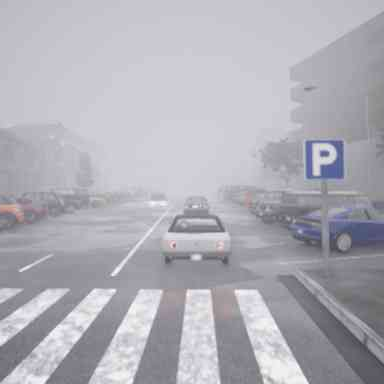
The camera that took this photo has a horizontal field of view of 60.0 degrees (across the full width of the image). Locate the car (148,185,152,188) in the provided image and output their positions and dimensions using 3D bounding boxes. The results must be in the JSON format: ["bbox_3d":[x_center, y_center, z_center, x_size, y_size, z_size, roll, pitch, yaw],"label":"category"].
[{"bbox_3d":[-10.812,-0.027,63.500,5.008,1.535,2.097,-1,1,-19],"label":"car"}]

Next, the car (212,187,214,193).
[{"bbox_3d":[6.984,-0.147,57.250,5.566,2.045,2.435,0,1,-19],"label":"car"}]

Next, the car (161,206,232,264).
[{"bbox_3d":[0.158,1.355,10.861,1.895,1.301,4.718,0,1,1],"label":"car"}]

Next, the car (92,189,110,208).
[{"bbox_3d":[-10.775,0.707,31.289,5.366,1.575,1.946,-1,1,-20],"label":"car"}]

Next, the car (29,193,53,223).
[{"bbox_3d":[-10.958,1.037,19.437,4.792,1.488,2.163,-1,2,-20],"label":"car"}]

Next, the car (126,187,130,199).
[{"bbox_3d":[-10.926,0.423,42.966,4.892,1.521,2.231,-1,2,-20],"label":"car"}]

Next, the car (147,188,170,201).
[{"bbox_3d":[-4.588,0.468,46.237,1.895,1.301,4.718,0,1,0],"label":"car"}]

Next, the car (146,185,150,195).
[{"bbox_3d":[-10.824,0.021,60.569,5.008,1.535,2.097,-1,1,-19],"label":"car"}]

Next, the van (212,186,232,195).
[{"bbox_3d":[7.065,-0.401,78.142,4.442,1.987,1.878,1,1,-19],"label":"van"}]

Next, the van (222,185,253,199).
[{"bbox_3d":[7.030,0.014,51.294,4.442,1.987,1.878,0,1,-20],"label":"van"}]

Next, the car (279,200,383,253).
[{"bbox_3d":[6.068,1.223,12.234,5.008,1.535,2.097,0,1,-18],"label":"car"}]

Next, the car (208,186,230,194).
[{"bbox_3d":[7.329,-0.445,90.141,5.566,2.045,2.435,1,0,-19],"label":"car"}]

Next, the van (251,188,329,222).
[{"bbox_3d":[6.243,0.770,21.177,4.442,1.987,1.878,0,2,-18],"label":"van"}]

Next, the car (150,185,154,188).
[{"bbox_3d":[-10.953,-0.072,66.375,5.366,1.575,1.946,-1,1,-19],"label":"car"}]

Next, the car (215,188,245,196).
[{"bbox_3d":[7.180,-0.007,63.289,5.366,1.575,1.946,0,1,-19],"label":"car"}]

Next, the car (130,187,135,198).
[{"bbox_3d":[-10.912,0.350,45.897,4.892,1.521,2.231,-1,2,-20],"label":"car"}]

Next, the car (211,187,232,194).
[{"bbox_3d":[7.182,-0.313,81.173,4.553,1.767,2.185,1,0,-19],"label":"car"}]

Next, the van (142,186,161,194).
[{"bbox_3d":[-10.631,-0.430,86.931,4.442,1.987,1.878,-1,0,-19],"label":"van"}]

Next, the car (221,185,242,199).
[{"bbox_3d":[6.840,0.290,39.256,5.566,2.045,2.435,0,1,-19],"label":"car"}]

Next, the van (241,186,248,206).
[{"bbox_3d":[6.641,0.620,27.260,4.442,1.987,1.878,0,1,-18],"label":"van"}]

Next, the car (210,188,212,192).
[{"bbox_3d":[6.860,-0.057,66.156,5.366,1.575,1.946,0,1,-19],"label":"car"}]

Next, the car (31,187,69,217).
[{"bbox_3d":[-10.911,0.807,22.402,4.553,1.767,2.185,-1,2,-20],"label":"car"}]

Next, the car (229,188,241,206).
[{"bbox_3d":[6.696,0.694,33.230,4.892,1.521,2.231,0,2,-19],"label":"car"}]

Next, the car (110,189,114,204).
[{"bbox_3d":[-10.957,0.641,34.161,5.008,1.535,2.097,-1,1,-20],"label":"car"}]

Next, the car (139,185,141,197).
[{"bbox_3d":[-10.863,0.079,51.771,4.553,1.767,2.185,-1,2,-20],"label":"car"}]

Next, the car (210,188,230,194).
[{"bbox_3d":[7.327,-0.168,87.178,4.792,1.488,2.163,1,0,-19],"label":"car"}]

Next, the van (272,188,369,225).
[{"bbox_3d":[6.278,0.923,15.263,4.442,1.987,1.878,0,1,-18],"label":"van"}]

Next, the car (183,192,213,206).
[{"bbox_3d":[0.322,0.962,24.406,2.033,1.411,5.357,0,1,1],"label":"car"}]

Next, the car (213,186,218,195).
[{"bbox_3d":[6.760,0.165,54.189,5.366,1.575,1.946,0,1,-19],"label":"car"}]

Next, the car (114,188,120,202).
[{"bbox_3d":[-10.917,0.597,37.106,4.792,1.488,2.163,-1,1,-20],"label":"car"}]

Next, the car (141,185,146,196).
[{"bbox_3d":[-10.825,-0.049,57.636,4.553,1.767,2.185,-1,2,-19],"label":"car"}]

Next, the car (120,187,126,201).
[{"bbox_3d":[-10.947,0.495,40.032,5.008,1.535,2.097,-1,1,-20],"label":"car"}]

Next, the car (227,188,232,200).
[{"bbox_3d":[6.779,0.647,36.250,4.792,1.488,2.163,0,1,-19],"label":"car"}]

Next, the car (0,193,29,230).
[{"bbox_3d":[-10.894,0.954,16.504,4.553,1.767,2.185,-1,2,-20],"label":"car"}]

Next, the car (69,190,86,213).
[{"bbox_3d":[-10.953,0.860,25.348,5.008,1.535,2.097,-1,1,-20],"label":"car"}]

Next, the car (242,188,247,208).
[{"bbox_3d":[6.412,0.795,24.212,4.553,1.767,2.185,0,1,-18],"label":"car"}]

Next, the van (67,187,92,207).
[{"bbox_3d":[-11.063,0.564,28.243,4.442,1.987,1.878,-1,2,-20],"label":"van"}]

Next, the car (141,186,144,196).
[{"bbox_3d":[-10.878,0.178,54.708,4.674,1.452,2.002,-1,1,-20],"label":"car"}]

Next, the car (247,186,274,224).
[{"bbox_3d":[6.234,0.821,18.206,5.566,2.045,2.435,0,2,-18],"label":"car"}]

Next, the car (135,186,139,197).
[{"bbox_3d":[-10.901,0.275,48.834,5.008,1.535,2.097,-1,2,-20],"label":"car"}]

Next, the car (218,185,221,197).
[{"bbox_3d":[6.913,0.138,45.273,5.566,2.045,2.435,0,1,-20],"label":"car"}]

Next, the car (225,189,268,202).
[{"bbox_3d":[6.852,0.466,42.265,4.892,1.521,2.231,0,1,-19],"label":"car"}]
